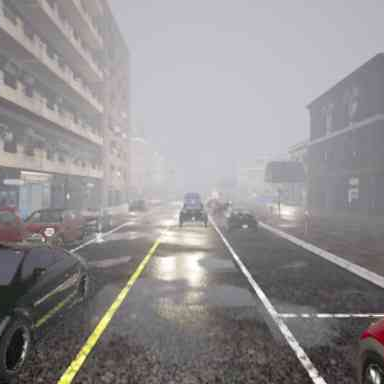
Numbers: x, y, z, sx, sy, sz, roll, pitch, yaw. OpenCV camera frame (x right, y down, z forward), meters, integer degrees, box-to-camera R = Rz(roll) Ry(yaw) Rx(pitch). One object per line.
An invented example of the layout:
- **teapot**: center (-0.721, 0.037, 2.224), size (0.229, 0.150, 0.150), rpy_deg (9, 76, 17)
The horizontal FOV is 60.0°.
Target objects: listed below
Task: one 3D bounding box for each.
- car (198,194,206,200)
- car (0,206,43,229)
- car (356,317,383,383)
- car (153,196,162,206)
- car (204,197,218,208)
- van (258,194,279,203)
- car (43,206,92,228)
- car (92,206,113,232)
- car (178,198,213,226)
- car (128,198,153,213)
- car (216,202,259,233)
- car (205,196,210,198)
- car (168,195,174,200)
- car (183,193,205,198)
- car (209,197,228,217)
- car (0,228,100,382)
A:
- **car**: center (2.653, 1.280, 85.651), size (1.967, 1.590, 4.097), rpy_deg (0, 0, 0)
- **car**: center (-5.699, 1.292, 7.606), size (2.192, 1.841, 5.009), rpy_deg (0, 0, 0)
- **car**: center (2.684, 1.434, 1.909), size (1.967, 1.590, 4.097), rpy_deg (0, 0, 0)
- **car**: center (-5.715, 1.405, 53.010), size (1.752, 1.417, 4.829), rpy_deg (0, 0, 0)
- **car**: center (2.668, 1.414, 47.652), size (1.752, 1.417, 4.829), rpy_deg (0, 0, 0)
- **van**: center (14.635, 1.272, 63.949), size (3.998, 1.788, 1.690), rpy_deg (0, 0, 0)
- **car**: center (-5.700, 1.401, 13.303), size (1.967, 1.590, 4.097), rpy_deg (0, 0, 0)
- **car**: center (-5.701, 1.497, 19.001), size (2.008, 1.369, 4.403), rpy_deg (0, 0, 0)
- **car**: center (0.093, 1.429, 22.835), size (2.128, 1.511, 4.902), rpy_deg (0, 0, 0)
- **car**: center (-5.708, 1.474, 36.091), size (1.947, 1.339, 4.313), rpy_deg (0, 0, 0)
- **car**: center (2.679, 1.498, 18.999), size (2.008, 1.369, 4.403), rpy_deg (0, 0, 0)
- **car**: center (2.670, 1.443, 41.785), size (1.887, 1.381, 4.507), rpy_deg (0, 0, 0)
- **car**: center (-5.729, 1.387, 91.332), size (2.008, 1.369, 4.403), rpy_deg (0, 0, 0)
- **car**: center (0.082, 1.118, 40.545), size (2.150, 2.045, 5.566), rpy_deg (0, 0, 0)
- **car**: center (2.674, 1.465, 30.391), size (1.887, 1.381, 4.507), rpy_deg (0, 0, 0)
- **car**: center (-3.092, 1.548, 5.260), size (1.994, 1.385, 4.181), rpy_deg (0, 0, 0)
